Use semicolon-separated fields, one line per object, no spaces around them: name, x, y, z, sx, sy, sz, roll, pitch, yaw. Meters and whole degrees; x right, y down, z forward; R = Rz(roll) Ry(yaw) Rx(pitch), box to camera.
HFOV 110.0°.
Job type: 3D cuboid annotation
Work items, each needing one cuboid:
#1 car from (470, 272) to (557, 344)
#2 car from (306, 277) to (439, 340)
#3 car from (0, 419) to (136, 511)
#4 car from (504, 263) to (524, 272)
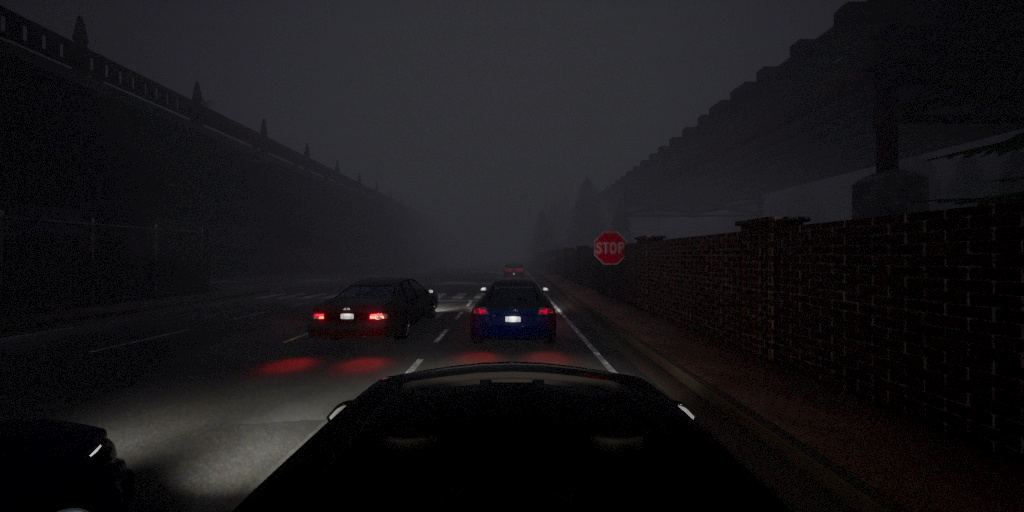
car;0.063;1.314;9.634;1.994;1.385;4.181;0;0;1
car;-3.420;1.297;9.931;2.033;1.411;5.357;0;0;0
car;-3.396;1.276;0.359;1.812;1.442;4.674;0;0;0
car;0.182;1.351;35.225;1.895;1.301;4.718;0;0;0
